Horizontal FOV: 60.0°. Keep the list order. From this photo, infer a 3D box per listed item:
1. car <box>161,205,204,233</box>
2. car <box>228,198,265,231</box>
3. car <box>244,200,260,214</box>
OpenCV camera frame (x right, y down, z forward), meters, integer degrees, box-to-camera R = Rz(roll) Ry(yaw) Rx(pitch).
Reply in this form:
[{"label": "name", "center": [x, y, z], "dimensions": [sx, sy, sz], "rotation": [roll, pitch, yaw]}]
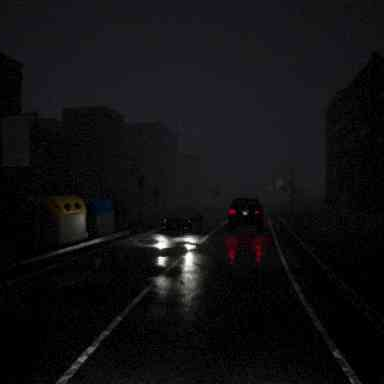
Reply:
[{"label": "car", "center": [-0.462, 1.593, 20.694], "dimensions": [1.882, 1.535, 5.008], "rotation": [1, 0, 11]}, {"label": "car", "center": [3.704, 1.393, 22.557], "dimensions": [2.150, 2.045, 5.566], "rotation": [1, 0, 11]}, {"label": "car", "center": [7.457, 1.791, 41.197], "dimensions": [1.882, 1.535, 5.008], "rotation": [1, -1, 11]}]
